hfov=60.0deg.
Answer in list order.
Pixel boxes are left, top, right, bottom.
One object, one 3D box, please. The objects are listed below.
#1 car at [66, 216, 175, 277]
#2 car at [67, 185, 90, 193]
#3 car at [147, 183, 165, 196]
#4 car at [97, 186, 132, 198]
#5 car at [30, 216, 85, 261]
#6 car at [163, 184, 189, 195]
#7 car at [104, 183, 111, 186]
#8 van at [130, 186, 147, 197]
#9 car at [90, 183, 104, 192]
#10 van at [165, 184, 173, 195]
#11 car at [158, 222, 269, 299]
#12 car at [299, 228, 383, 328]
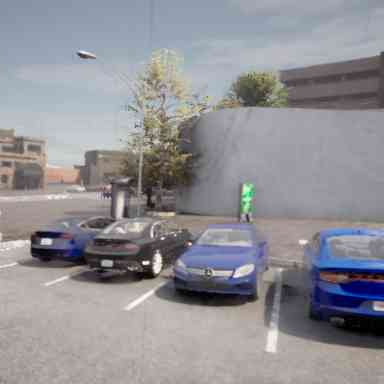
[{"bbox_3d":[-1.380,1.548,10.547,2.231,1.521,4.892,-1,-1,17],"label":"car"},{"bbox_3d":[-24.128,-0.572,69.201,4.674,1.452,2.002,1,5,35],"label":"car"},{"bbox_3d":[-8.145,-0.317,59.399,5.566,2.045,2.435,3,7,37],"label":"car"},{"bbox_3d":[-13.158,0.287,56.182,5.008,1.535,2.097,3,6,37],"label":"car"},{"bbox_3d":[-3.720,1.606,12.370,2.163,1.488,4.792,0,-1,18],"label":"car"},{"bbox_3d":[-3.098,-0.546,62.652,4.553,1.767,2.185,3,6,37],"label":"car"},{"bbox_3d":[-19.263,-1.094,72.516,4.553,1.767,2.185,1,5,35],"label":"car"},{"bbox_3d":[-10.544,-0.109,57.704,4.442,1.987,1.878,3,6,37],"label":"van"},{"bbox_3d":[-21.680,-0.761,70.859,4.792,1.488,2.163,1,5,35],"label":"car"},{"bbox_3d":[-5.694,-0.473,61.071,4.442,1.987,1.878,3,7,37],"label":"van"},{"bbox_3d":[0.998,1.561,8.787,2.002,1.452,4.674,0,-1,17],"label":"car"},{"bbox_3d":[3.375,1.495,7.041,2.097,1.535,5.008,0,-1,16],"label":"car"}]
